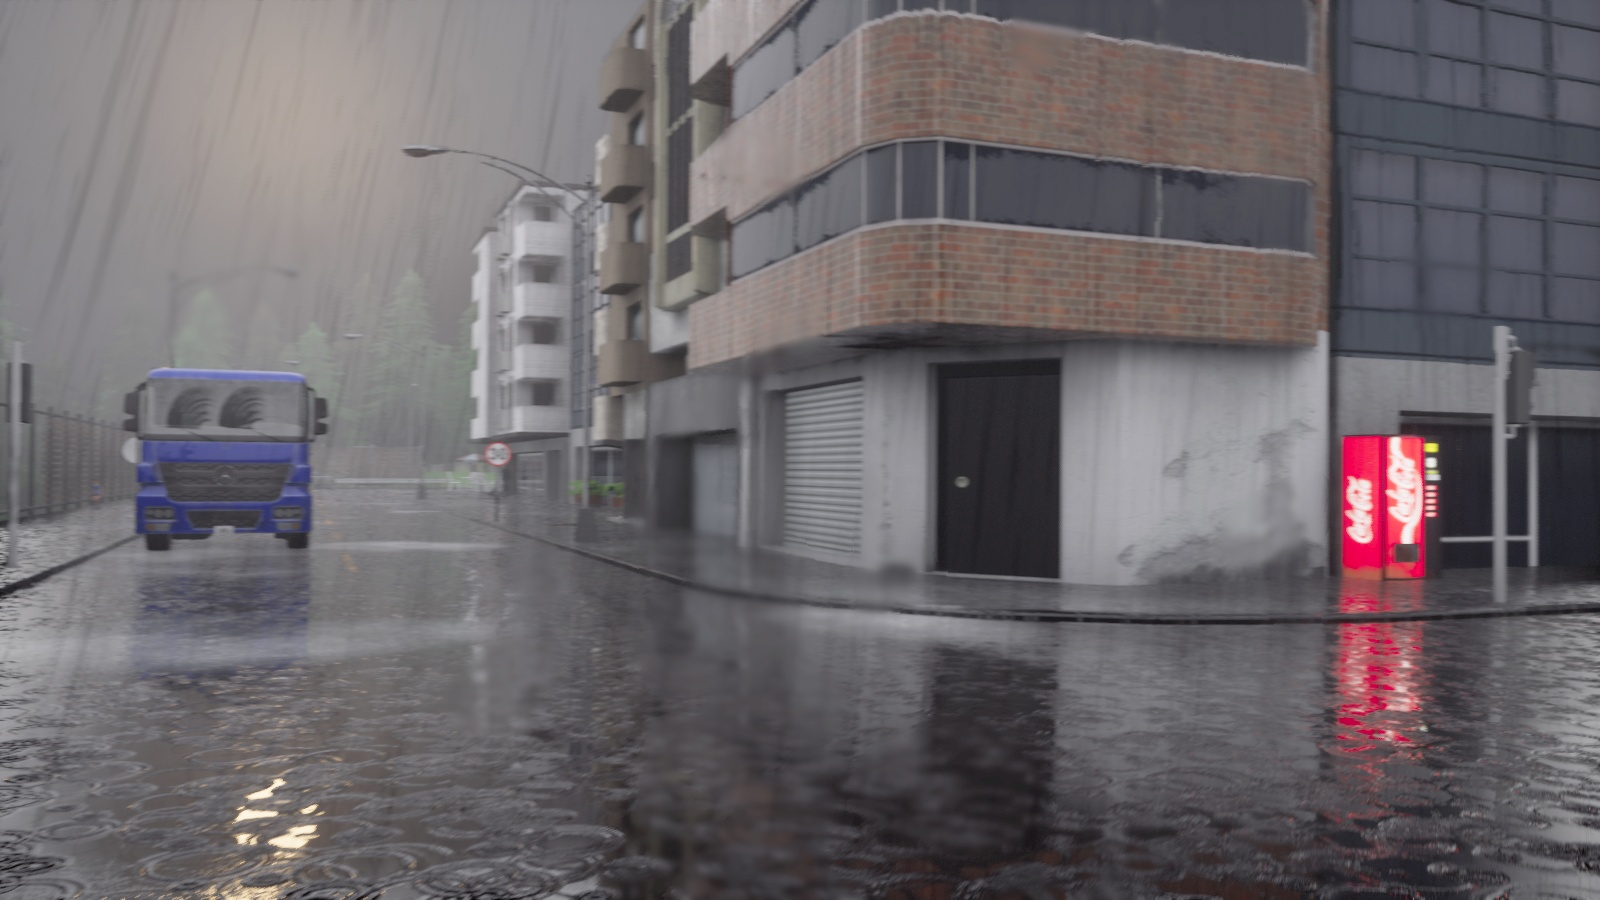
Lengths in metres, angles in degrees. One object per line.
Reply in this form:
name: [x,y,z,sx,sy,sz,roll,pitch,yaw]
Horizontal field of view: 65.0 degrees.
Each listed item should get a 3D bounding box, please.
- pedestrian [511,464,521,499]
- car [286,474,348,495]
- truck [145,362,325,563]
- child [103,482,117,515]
pedestrian: [-15.021,1.671,66.444,0.370,1.835,0.726,0,-1,-21]
car: [-33.068,2.353,86.085,1.994,1.385,4.181,0,-1,14]
truck: [-11.353,0.276,25.900,2.891,3.462,7.936,0,-1,-21]
child: [-23.575,1.643,42.908,0.255,1.110,0.394,0,-1,3]
